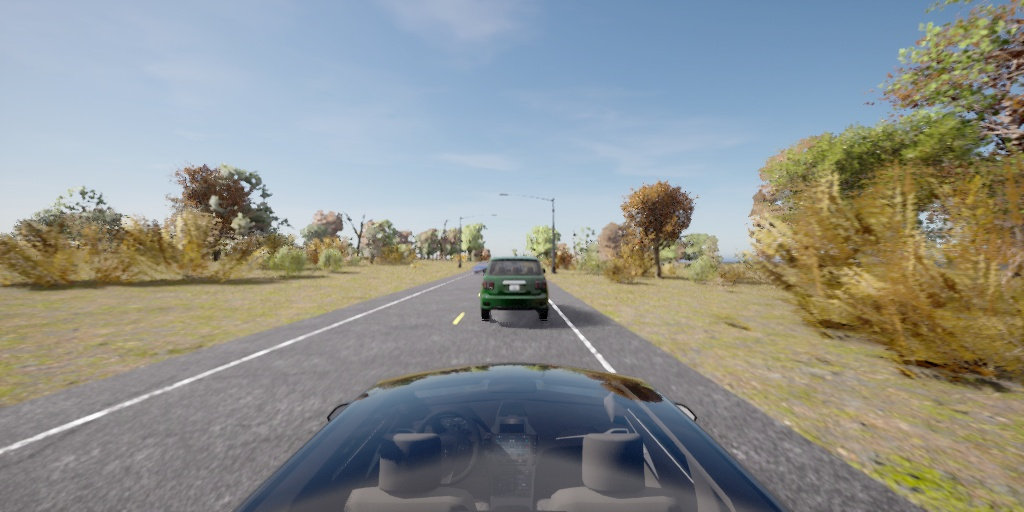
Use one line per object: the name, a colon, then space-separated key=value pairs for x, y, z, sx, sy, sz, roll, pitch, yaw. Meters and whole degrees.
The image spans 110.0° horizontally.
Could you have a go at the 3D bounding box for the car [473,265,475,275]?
car: x=-3.584 y=1.534 z=43.668 sx=1.812 sy=1.442 sz=4.674 roll=0 pitch=0 yaw=0

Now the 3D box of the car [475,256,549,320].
car: x=0.088 y=1.037 z=13.061 sx=2.150 sy=2.045 sz=5.566 roll=0 pitch=-1 yaw=0
